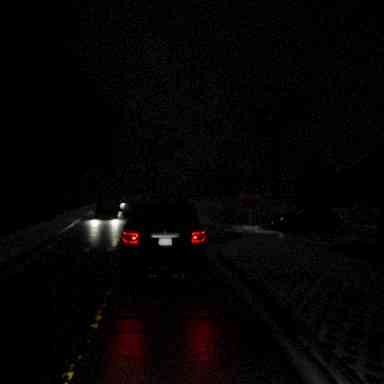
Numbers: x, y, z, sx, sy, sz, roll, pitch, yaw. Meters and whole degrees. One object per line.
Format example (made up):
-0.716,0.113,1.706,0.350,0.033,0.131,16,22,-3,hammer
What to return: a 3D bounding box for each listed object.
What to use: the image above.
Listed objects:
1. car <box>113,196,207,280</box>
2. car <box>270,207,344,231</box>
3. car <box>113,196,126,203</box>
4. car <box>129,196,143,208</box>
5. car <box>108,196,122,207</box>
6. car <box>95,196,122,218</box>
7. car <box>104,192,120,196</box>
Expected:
-0.934,1.214,10.161,2.150,2.045,5.566,0,0,-7,car
7.425,1.711,21.515,4.674,1.442,1.812,1,-3,-8,car
-13.692,1.418,62.991,1.895,1.301,4.718,0,0,-7,car
-7.907,1.313,46.575,1.882,1.535,5.008,0,0,-11,car
-11.400,1.314,49.325,1.837,1.490,4.892,0,0,-10,car
-7.340,1.365,28.959,1.882,1.535,5.008,0,0,-12,car
-9.337,1.058,38.836,2.150,2.045,5.566,0,0,-11,car
